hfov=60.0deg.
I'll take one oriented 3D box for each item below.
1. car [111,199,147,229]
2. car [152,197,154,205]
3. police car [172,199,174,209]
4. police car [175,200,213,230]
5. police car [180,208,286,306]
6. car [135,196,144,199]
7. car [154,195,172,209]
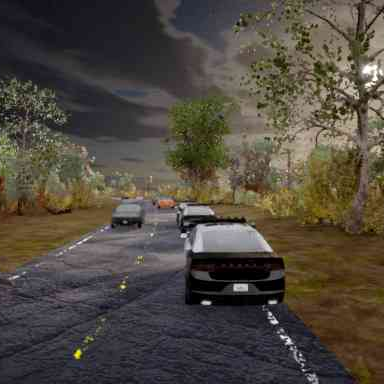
[{"bbox_3d":[-4.074,1.476,21.790,1.882,1.535,5.008,0,0,-5],"label":"car"},{"bbox_3d":[-5.852,1.346,57.962,2.097,1.767,4.553,0,0,-12],"label":"car"},{"bbox_3d":[-0.218,1.423,24.349,1.930,1.638,5.238,0,0,-5],"label":"police car"},{"bbox_3d":[0.244,1.424,18.319,1.930,1.638,5.238,0,0,-4],"label":"police car"},{"bbox_3d":[0.746,1.425,8.252,1.930,1.638,5.238,0,0,-2],"label":"police car"},{"bbox_3d":[-9.171,1.521,58.372,1.812,1.442,4.674,0,0,-12],"label":"car"},{"bbox_3d":[-3.680,1.348,45.664,2.097,1.767,4.553,0,0,-9],"label":"car"}]
